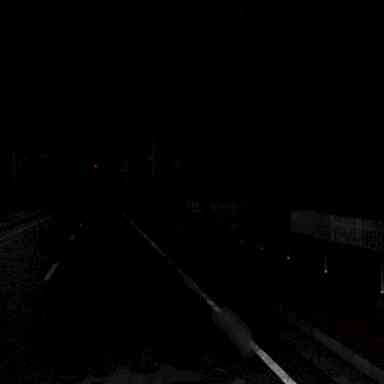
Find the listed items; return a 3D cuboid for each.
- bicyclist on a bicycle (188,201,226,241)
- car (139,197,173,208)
[{"bbox_3d":[0.627,1.203,13.771,1.656,1.620,0.582,-2,0,-15],"label":"bicyclist on a bicycle"},{"bbox_3d":[-4.843,1.352,44.838,4.674,1.442,1.812,-2,0,-26],"label":"car"}]
